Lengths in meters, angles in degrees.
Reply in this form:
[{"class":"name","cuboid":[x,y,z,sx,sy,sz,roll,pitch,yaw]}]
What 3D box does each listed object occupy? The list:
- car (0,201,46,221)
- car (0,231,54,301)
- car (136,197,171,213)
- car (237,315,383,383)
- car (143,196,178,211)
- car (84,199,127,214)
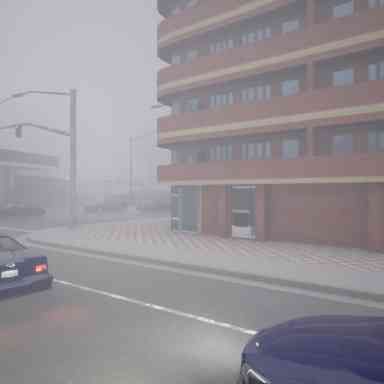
[{"class":"car","cuboid":[-14.588,1.522,27.680,1.812,1.442,4.674,0,0,34]},{"class":"car","cuboid":[-5.305,1.545,7.672,5.357,1.411,2.033,0,0,38]},{"class":"car","cuboid":[-3.787,1.578,36.987,2.033,1.411,5.357,0,0,34]},{"class":"car","cuboid":[2.548,1.536,2.176,4.674,1.442,1.812,0,0,35]},{"class":"car","cuboid":[-4.011,1.389,43.221,2.097,1.767,4.553,0,0,34]},{"class":"car","cuboid":[-9.204,1.494,35.606,1.882,1.535,5.008,0,0,34]}]
